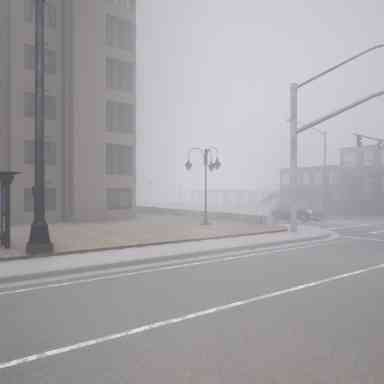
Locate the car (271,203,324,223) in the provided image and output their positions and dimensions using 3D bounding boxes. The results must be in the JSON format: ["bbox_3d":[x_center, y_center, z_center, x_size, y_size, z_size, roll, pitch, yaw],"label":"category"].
[{"bbox_3d":[9.134,1.744,29.112,2.097,1.767,4.553,1,-5,-36],"label":"car"}]
